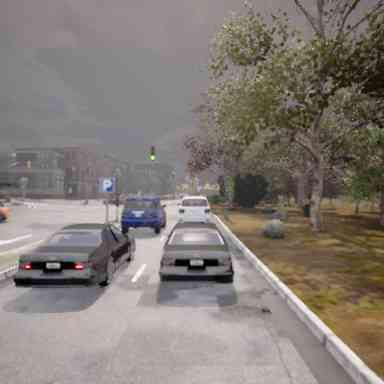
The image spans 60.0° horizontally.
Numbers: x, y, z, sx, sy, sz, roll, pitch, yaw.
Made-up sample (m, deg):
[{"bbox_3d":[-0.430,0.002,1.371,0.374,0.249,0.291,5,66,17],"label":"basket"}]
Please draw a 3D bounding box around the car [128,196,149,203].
[{"bbox_3d":[-12.704,1.721,78.461,4.674,1.452,2.002,-1,0,-13],"label":"car"}]

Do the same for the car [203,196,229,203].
[{"bbox_3d":[5.144,1.595,72.084,5.366,1.575,1.946,1,0,-13],"label":"car"}]

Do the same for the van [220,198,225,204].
[{"bbox_3d":[4.230,1.347,66.121,4.442,1.987,1.878,1,0,-14],"label":"van"}]

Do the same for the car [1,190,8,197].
[{"bbox_3d":[-31.209,0.389,54.370,2.002,1.452,4.674,6,-3,-19],"label":"car"}]

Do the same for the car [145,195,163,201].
[{"bbox_3d":[-10.657,1.746,93.432,5.008,1.535,2.097,-1,-1,-12],"label":"car"}]

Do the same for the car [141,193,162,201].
[{"bbox_3d":[-11.076,1.481,90.454,5.566,2.045,2.435,-1,-1,-12],"label":"car"}]

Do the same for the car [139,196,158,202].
[{"bbox_3d":[-11.524,1.760,87.446,4.674,1.452,2.002,-1,0,-12],"label":"car"}]

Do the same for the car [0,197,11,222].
[{"bbox_3d":[-16.648,1.523,25.702,4.553,1.767,2.185,-1,0,-19],"label":"car"}]

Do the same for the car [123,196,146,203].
[{"bbox_3d":[-13.074,1.669,75.466,4.892,1.521,2.231,-1,-1,-14],"label":"car"}]

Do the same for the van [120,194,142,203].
[{"bbox_3d":[-13.299,1.427,72.496,4.442,1.987,1.878,-1,-1,-14],"label":"van"}]

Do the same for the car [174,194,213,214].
[{"bbox_3d":[0.186,1.356,22.921,2.150,2.045,5.566,0,-1,1],"label":"car"}]

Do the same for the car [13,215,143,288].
[{"bbox_3d":[-2.897,1.602,9.456,2.033,1.411,5.357,0,0,0],"label":"car"}]

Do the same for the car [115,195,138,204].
[{"bbox_3d":[-13.762,1.516,69.455,4.553,1.767,2.185,-1,-1,-14],"label":"car"}]

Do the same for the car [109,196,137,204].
[{"bbox_3d":[-13.853,1.622,66.502,5.366,1.575,1.946,-1,-1,-15],"label":"car"}]

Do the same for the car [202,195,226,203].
[{"bbox_3d":[4.611,1.459,69.090,4.553,1.767,2.185,1,0,-14],"label":"car"}]

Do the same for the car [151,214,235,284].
[{"bbox_3d":[0.102,1.604,9.778,2.033,1.411,5.357,0,0,0],"label":"car"}]

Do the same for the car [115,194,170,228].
[{"bbox_3d":[-2.842,1.345,20.390,2.150,2.045,5.566,0,0,1],"label":"car"}]

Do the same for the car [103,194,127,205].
[{"bbox_3d":[-14.496,1.651,63.510,4.792,1.488,2.163,-1,0,-15],"label":"car"}]
